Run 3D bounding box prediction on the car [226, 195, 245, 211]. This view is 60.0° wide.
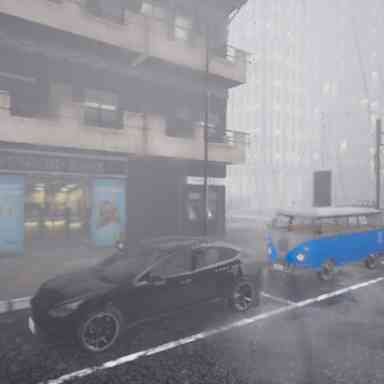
[{"bbox_3d":[3.563,1.429,38.971,1.812,1.442,4.674,1,-1,-35],"label":"car"}]

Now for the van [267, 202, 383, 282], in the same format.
[{"bbox_3d":[3.862,1.333,9.458,3.998,1.788,1.690,0,1,-35],"label":"van"}]

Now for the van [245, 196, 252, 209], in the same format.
[{"bbox_3d":[6.296,1.345,45.123,1.690,1.788,3.998,1,-1,-35],"label":"van"}]

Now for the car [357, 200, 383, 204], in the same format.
[{"bbox_3d":[16.101,1.468,31.302,1.967,1.590,4.097,1,-1,-35],"label":"car"}]

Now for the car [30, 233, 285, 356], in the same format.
[{"bbox_3d":[-0.554,1.563,6.107,4.313,1.339,1.947,0,1,-35],"label":"car"}]
